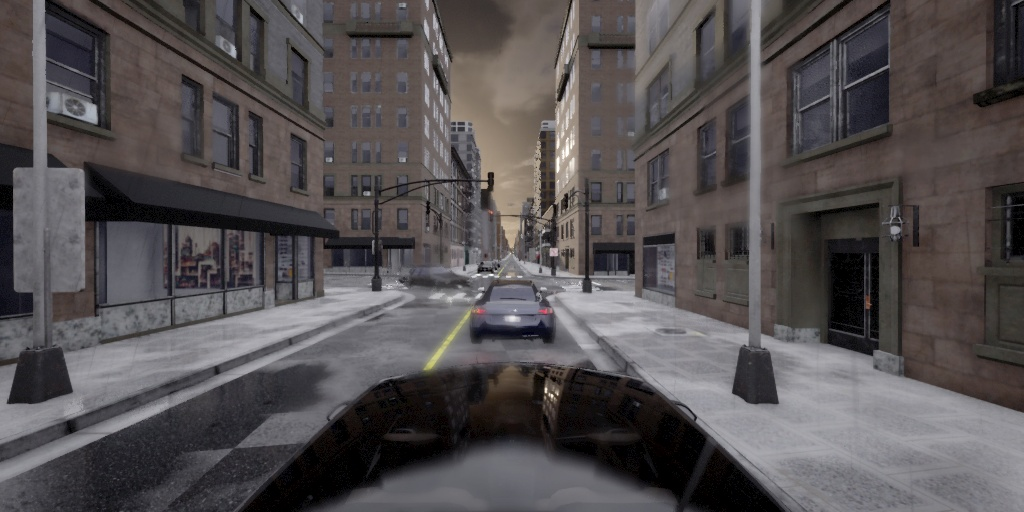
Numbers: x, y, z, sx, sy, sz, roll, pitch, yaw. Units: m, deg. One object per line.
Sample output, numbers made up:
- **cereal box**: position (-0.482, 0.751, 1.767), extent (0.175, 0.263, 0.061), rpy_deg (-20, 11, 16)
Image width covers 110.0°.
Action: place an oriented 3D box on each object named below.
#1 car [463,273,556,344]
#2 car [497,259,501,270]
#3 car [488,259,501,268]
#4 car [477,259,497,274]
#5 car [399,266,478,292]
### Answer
- **car**: position (0.013, 1.315, 9.627), extent (1.994, 1.385, 4.181), rpy_deg (0, 0, 0)
- **car**: position (-3.081, 1.369, 52.892), extent (2.033, 1.411, 5.357), rpy_deg (0, 0, 0)
- **car**: position (-3.039, 1.320, 63.301), extent (1.882, 1.535, 5.008), rpy_deg (0, 0, 0)
- **car**: position (-3.083, 1.307, 43.070), extent (1.837, 1.490, 4.892), rpy_deg (0, 0, 0)
- **car**: position (-4.731, 1.295, 21.477), extent (5.357, 1.411, 2.033), rpy_deg (0, 0, 44)
